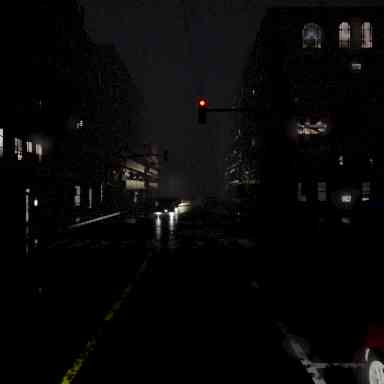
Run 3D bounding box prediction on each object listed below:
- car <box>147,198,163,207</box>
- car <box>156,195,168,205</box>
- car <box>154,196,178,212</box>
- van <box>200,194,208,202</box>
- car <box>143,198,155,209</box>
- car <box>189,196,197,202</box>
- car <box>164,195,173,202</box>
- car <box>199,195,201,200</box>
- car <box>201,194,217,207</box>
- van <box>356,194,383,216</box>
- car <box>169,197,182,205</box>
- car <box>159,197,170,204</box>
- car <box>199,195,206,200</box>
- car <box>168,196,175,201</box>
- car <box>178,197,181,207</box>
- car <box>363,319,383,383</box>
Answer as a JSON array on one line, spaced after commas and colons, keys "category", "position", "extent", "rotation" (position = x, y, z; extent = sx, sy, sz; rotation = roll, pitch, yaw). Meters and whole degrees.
[{"category": "car", "position": [-5.586, 1.580, 50.827], "extent": [1.947, 1.339, 4.313], "rotation": [0, 0, 0]}, {"category": "car", "position": [-5.564, 1.462, 61.883], "extent": [1.967, 1.590, 4.097], "rotation": [-1, 0, 0]}, {"category": "car", "position": [-3.009, 1.532, 39.304], "extent": [1.812, 1.442, 4.674], "rotation": [0, 0, 0]}, {"category": "van", "position": [2.852, 1.379, 78.443], "extent": [1.690, 1.788, 3.998], "rotation": [-1, 0, 0]}, {"category": "car", "position": [-5.598, 1.560, 45.299], "extent": [2.008, 1.369, 4.403], "rotation": [0, 0, 0]}, {"category": "car", "position": [0.174, 1.563, 79.318], "extent": [1.812, 1.442, 4.674], "rotation": [0, 0, 0]}, {"category": "car", "position": [-5.527, 1.563, 78.296], "extent": [1.752, 1.417, 4.829], "rotation": [-1, 0, 0]}, {"category": "car", "position": [2.830, 1.577, 67.387], "extent": [2.008, 1.369, 4.403], "rotation": [-1, 0, 0]}, {"category": "car", "position": [2.793, 1.454, 50.804], "extent": [1.967, 1.590, 4.097], "rotation": [-1, 0, 0]}, {"category": "van", "position": [15.701, 1.035, 27.347], "extent": [3.998, 1.788, 1.690], "rotation": [-1, 1, -1]}, {"category": "car", "position": [-2.938, 1.568, 60.498], "extent": [2.033, 1.411, 5.357], "rotation": [0, 0, 1]}, {"category": "car", "position": [-5.551, 1.609, 67.411], "extent": [1.802, 1.307, 4.206], "rotation": [-1, 0, 0]}, {"category": "car", "position": [2.890, 1.602, 95.027], "extent": [1.887, 1.381, 4.507], "rotation": [-1, 0, 0]}, {"category": "car", "position": [-5.501, 1.632, 89.522], "extent": [1.802, 1.307, 4.206], "rotation": [-1, 0, 0]}, {"category": "car", "position": [-2.969, 1.539, 49.618], "extent": [1.812, 1.442, 4.674], "rotation": [0, 0, 0]}, {"category": "car", "position": [2.687, 1.544, 1.804], "extent": [1.887, 1.381, 4.507], "rotation": [0, 0, 0]}]
